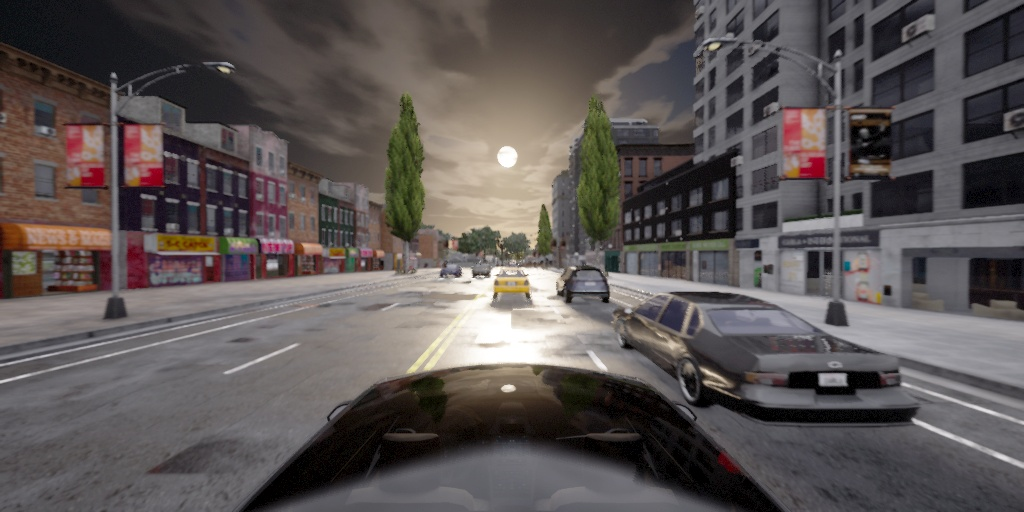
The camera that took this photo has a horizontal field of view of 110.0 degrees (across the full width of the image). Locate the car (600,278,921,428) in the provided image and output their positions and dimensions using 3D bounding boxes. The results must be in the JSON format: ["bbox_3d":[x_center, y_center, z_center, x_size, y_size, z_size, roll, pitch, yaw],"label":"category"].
[{"bbox_3d":[3.251,1.305,6.145,2.033,1.411,5.357,0,0,0],"label":"car"}]

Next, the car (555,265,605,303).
[{"bbox_3d":[3.252,1.242,17.150,2.033,1.649,4.856,0,0,0],"label":"car"}]

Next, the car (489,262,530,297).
[{"bbox_3d":[-0.017,1.281,19.184,1.801,1.575,5.366,0,-1,0],"label":"car"}]

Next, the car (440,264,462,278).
[{"bbox_3d":[-6.498,1.565,38.785,1.812,1.442,4.674,0,-1,0],"label":"car"}]

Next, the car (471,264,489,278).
[{"bbox_3d":[-3.244,1.603,39.008,1.837,1.490,4.892,0,-1,0],"label":"car"}]
